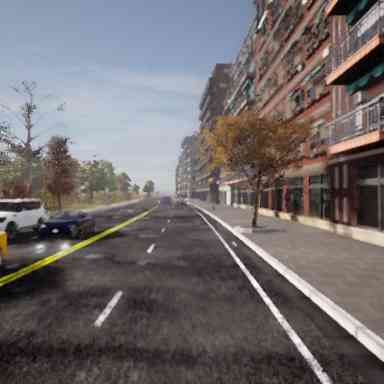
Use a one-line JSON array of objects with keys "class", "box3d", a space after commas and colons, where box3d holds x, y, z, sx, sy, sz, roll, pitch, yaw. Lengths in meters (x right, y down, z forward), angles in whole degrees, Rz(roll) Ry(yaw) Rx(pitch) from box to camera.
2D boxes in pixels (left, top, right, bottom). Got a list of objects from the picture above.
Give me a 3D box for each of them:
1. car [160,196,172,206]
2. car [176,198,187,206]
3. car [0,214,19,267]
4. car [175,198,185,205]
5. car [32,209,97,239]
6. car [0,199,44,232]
[{"class": "car", "box3d": [-5.313, 1.830, 67.218, 2.150, 2.045, 5.566, 0, -1, -4]}, {"class": "car", "box3d": [-2.099, 2.211, 67.903, 1.895, 1.301, 4.718, 0, -1, -4]}, {"class": "car", "box3d": [-6.633, 1.548, 8.274, 1.882, 1.535, 5.008, 0, -1, 0]}, {"class": "car", "box3d": [-2.758, 2.131, 77.844, 2.128, 1.511, 4.902, 0, -1, -4]}, {"class": "car", "box3d": [-6.662, 1.717, 18.221, 1.994, 1.385, 4.181, 0, 0, 0]}, {"class": "car", "box3d": [-9.914, 1.379, 18.057, 2.150, 2.045, 5.566, 0, -1, -1]}]
